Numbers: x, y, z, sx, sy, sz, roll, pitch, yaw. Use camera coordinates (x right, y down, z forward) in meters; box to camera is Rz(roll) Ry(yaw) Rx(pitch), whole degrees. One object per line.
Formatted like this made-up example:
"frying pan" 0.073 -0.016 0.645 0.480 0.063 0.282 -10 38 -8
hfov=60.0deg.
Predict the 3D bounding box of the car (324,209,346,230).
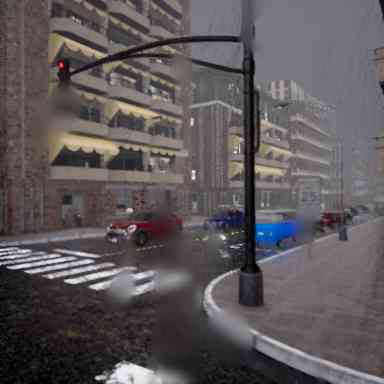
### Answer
"car" 10.600 2.238 26.407 1.802 1.307 4.206 -2 -2 35

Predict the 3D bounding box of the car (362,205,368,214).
"car" 27.997 2.834 55.293 1.837 1.490 4.892 -1 -2 36

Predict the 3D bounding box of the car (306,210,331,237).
"car" 7.392 2.115 21.892 1.947 1.339 4.313 -2 -2 35

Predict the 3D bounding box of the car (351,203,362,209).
"car" 42.161 3.539 85.251 1.752 1.417 4.829 -2 -2 35

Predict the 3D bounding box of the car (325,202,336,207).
"car" 26.219 3.073 62.808 1.802 1.307 4.206 -2 -2 35

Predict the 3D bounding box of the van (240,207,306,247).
"van" 4.319 1.782 17.285 1.690 1.788 3.998 -2 -2 35

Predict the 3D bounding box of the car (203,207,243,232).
"car" 2.677 2.137 25.167 1.812 1.442 4.674 -1 -2 35

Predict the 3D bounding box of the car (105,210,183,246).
"car" -2.460 1.792 17.902 2.097 1.767 4.553 -1 -2 35

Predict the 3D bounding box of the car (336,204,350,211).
"car" 32.635 3.247 71.841 1.887 1.381 4.507 -2 -2 35

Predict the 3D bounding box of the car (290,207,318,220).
"car" 13.762 2.579 40.718 1.895 1.301 4.718 -1 -2 36

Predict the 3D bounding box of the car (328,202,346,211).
"car" 29.424 2.912 67.332 2.192 1.841 5.009 -2 -2 35

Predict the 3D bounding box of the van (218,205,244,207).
"van" 3.761 2.088 31.205 1.690 1.788 3.998 -2 -2 35

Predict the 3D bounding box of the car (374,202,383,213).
"car" 33.080 2.715 58.008 2.192 1.841 5.009 -2 -2 35

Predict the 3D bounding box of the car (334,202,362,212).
"car" 22.055 2.624 46.923 2.128 1.511 4.902 -1 -2 35

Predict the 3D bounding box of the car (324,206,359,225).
"car" 13.808 2.313 30.925 2.008 1.369 4.403 -2 -2 35

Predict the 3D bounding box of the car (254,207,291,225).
"car" 7.996 2.293 32.648 1.837 1.490 4.892 -1 -2 35
